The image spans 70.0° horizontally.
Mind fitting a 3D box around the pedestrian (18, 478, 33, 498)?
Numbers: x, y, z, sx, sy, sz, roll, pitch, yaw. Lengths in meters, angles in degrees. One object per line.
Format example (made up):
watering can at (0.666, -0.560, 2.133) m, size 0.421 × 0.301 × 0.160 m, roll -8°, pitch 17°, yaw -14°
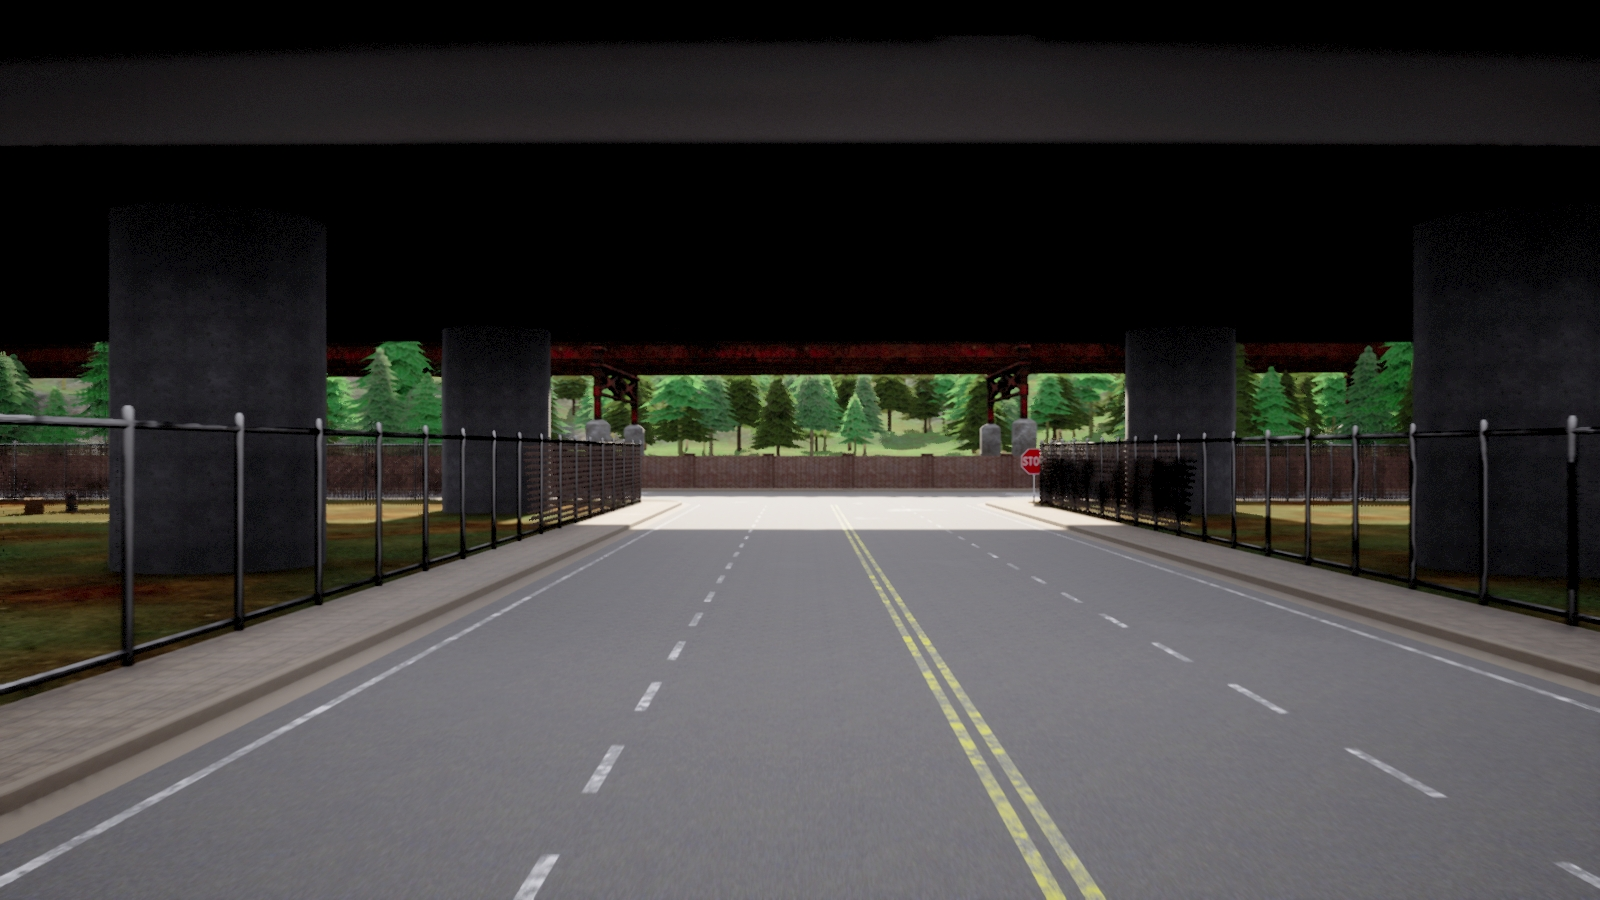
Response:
pedestrian at (-42.995, 2.106, 63.431) m, size 0.500 × 1.100 × 0.500 m, roll 0°, pitch 0°, yaw -1°
